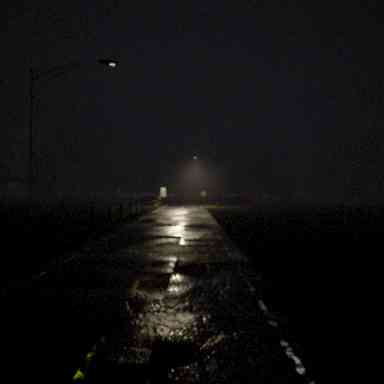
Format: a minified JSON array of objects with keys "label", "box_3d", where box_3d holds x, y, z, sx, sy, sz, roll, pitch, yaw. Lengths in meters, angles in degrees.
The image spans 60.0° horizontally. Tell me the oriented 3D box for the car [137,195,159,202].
[{"label":"car","box_3d":[-9.485,1.357,72.160,5.008,1.535,1.882,0,1,6]}]
